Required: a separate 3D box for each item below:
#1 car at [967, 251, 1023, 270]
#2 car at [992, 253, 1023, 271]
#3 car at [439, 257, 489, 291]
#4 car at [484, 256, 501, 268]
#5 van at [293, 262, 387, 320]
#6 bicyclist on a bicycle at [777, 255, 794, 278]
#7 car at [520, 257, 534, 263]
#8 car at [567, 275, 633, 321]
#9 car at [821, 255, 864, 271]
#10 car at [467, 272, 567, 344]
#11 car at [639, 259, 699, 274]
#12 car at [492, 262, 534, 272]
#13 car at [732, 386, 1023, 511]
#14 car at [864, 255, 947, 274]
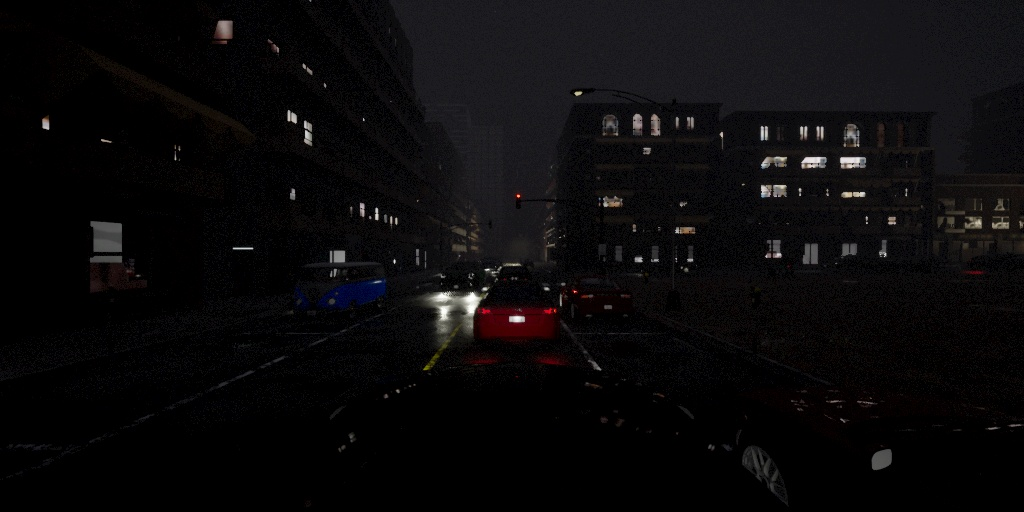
[{"bbox_3d":[44.419,0.550,32.476,4.892,1.490,1.837,-1,0,0],"label":"car"},{"bbox_3d":[43.637,0.629,29.826,4.403,1.370,2.007,0,0,-1],"label":"car"},{"bbox_3d":[-2.914,1.103,21.890,2.097,1.767,4.553,0,0,4],"label":"car"},{"bbox_3d":[-3.048,0.984,49.743,2.150,2.045,5.566,0,0,0],"label":"car"},{"bbox_3d":[-5.684,1.091,12.262,1.690,1.789,3.998,0,0,0],"label":"van"},{"bbox_3d":[20.264,0.770,26.562,0.582,1.620,1.656,-1,0,-1],"label":"bicyclist on a bicycle"},{"bbox_3d":[2.737,1.212,61.253,1.967,1.591,4.097,0,0,0],"label":"car"},{"bbox_3d":[2.697,1.295,12.255,1.888,1.381,4.507,0,0,0],"label":"car"},{"bbox_3d":[33.418,0.682,35.469,4.902,1.511,2.128,-1,0,-1],"label":"car"},{"bbox_3d":[0.107,1.314,9.645,1.994,1.385,4.181,0,0,0],"label":"car"},{"bbox_3d":[15.376,1.022,35.238,5.357,1.411,2.033,-1,0,-1],"label":"car"},{"bbox_3d":[0.113,1.256,18.517,1.837,1.490,4.892,0,0,0],"label":"car"},{"bbox_3d":[2.688,1.295,1.203,1.888,1.381,4.507,0,0,0],"label":"car"},{"bbox_3d":[32.499,0.803,29.679,4.403,1.370,2.007,0,0,-1],"label":"car"}]
